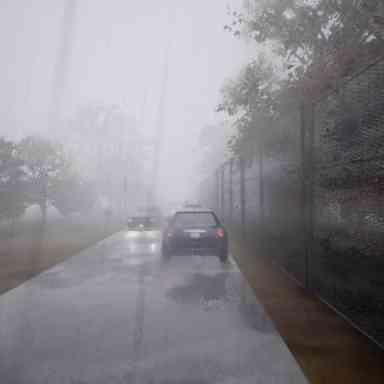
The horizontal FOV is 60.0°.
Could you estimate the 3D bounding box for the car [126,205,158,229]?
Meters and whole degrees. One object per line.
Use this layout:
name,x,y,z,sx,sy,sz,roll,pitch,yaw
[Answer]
car,-2.882,1.527,21.507,2.033,1.411,5.357,0,0,0

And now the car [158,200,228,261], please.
car,0.089,1.335,12.315,2.097,1.767,4.553,0,0,0
